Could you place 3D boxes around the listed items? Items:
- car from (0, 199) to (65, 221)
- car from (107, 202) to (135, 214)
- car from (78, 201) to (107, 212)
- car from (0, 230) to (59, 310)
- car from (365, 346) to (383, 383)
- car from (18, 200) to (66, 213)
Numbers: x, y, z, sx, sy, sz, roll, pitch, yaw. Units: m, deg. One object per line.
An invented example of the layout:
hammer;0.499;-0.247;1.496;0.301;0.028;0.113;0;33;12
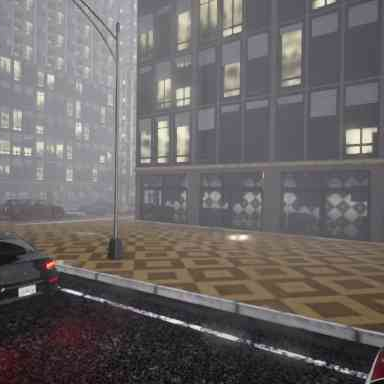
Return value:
car;-13.796;1.519;29.249;2.192;1.841;5.009;1;0;36
car;-7.007;1.830;38.468;1.752;1.417;4.829;1;0;36
car;-12.020;1.770;41.413;1.994;1.385;4.181;1;0;36
car;-4.696;1.522;7.020;4.674;1.442;1.812;0;0;35
car;3.196;1.353;1.409;4.553;1.767;2.097;0;0;35
car;-17.303;1.643;38.621;1.752;1.417;4.829;1;0;36
